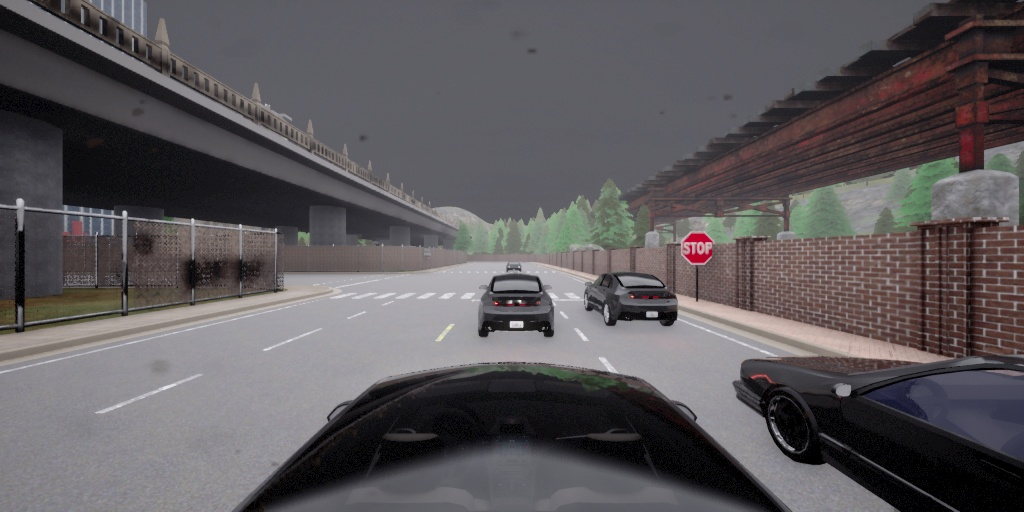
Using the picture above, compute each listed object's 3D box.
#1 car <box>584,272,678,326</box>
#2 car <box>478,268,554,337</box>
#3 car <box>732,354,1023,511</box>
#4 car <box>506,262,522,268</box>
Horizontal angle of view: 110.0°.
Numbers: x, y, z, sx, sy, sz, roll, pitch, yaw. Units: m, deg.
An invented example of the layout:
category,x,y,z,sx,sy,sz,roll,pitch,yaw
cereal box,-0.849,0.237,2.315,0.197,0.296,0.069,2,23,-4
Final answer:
category,x,y,z,sx,sy,sz,roll,pitch,yaw
car,3.607,1.255,11.629,1.837,1.490,4.892,0,0,0
car,0.104,1.255,10.273,1.837,1.490,4.892,0,0,0
car,3.600,1.297,1.883,2.033,1.411,5.357,0,0,0
car,0.227,1.351,45.480,1.895,1.301,4.718,0,0,-1
